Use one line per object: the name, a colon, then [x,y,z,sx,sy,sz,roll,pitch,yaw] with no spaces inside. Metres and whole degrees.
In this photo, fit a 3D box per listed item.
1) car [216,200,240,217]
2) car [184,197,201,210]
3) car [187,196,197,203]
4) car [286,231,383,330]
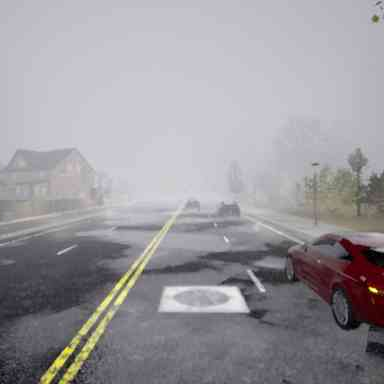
car: [3.347,1.506,31.192,2.128,1.511,4.902,0,0,0]
car: [0.095,1.505,41.893,2.128,1.511,4.902,0,0,0]
car: [-0.007,1.595,69.401,1.895,1.301,4.718,0,0,0]
car: [3.349,1.530,6.783,1.812,1.442,4.674,0,0,0]
